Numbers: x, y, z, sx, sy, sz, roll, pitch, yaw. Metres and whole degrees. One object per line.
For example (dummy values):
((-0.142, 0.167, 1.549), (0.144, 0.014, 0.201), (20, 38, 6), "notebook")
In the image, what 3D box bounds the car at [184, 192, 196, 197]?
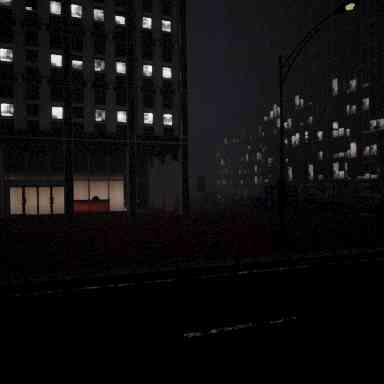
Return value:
((-0.644, 0.711, 90.977), (2.008, 1.369, 4.403), (0, 1, -20), "car")

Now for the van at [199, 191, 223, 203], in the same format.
((3.160, 0.952, 56.067), (1.690, 1.788, 3.998), (0, 1, -20), "van")

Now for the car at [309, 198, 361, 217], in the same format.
((12.769, 1.434, 29.325), (1.947, 1.339, 4.313), (0, 1, -20), "car")

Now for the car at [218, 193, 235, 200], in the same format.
((7.141, 0.954, 69.618), (1.802, 1.307, 4.206), (0, 1, -20), "car")

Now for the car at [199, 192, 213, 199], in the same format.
((3.248, 0.706, 80.296), (1.967, 1.590, 4.097), (0, 1, -20), "car")

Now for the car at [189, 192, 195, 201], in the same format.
((-0.733, 1.056, 66.749), (2.008, 1.369, 4.403), (0, 1, -20), "car")

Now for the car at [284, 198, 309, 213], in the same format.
((10.839, 1.399, 34.674), (1.802, 1.307, 4.206), (0, 1, -20), "car")

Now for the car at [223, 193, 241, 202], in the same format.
((7.817, 1.024, 60.178), (1.812, 1.442, 4.674), (-1, 1, -20), "car")

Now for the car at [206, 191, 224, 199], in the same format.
((5.194, 0.634, 74.955), (2.192, 1.841, 5.009), (0, 1, -20), "car")

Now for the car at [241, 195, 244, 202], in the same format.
((11.034, 1.060, 58.938), (1.802, 1.307, 4.206), (0, 1, -20), "car")

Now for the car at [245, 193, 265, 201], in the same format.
((9.795, 1.228, 45.430), (2.033, 1.411, 5.357), (-1, 1, -20), "car")

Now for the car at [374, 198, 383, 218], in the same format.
((16.851, 1.216, 26.095), (2.097, 1.767, 4.553), (-1, 1, -21), "car")

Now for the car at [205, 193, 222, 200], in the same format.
((4.380, 0.931, 69.607), (1.812, 1.442, 4.674), (-1, 1, -20), "car")

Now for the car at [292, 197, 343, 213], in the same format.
((13.322, 1.321, 35.739), (2.033, 1.411, 5.357), (-1, 1, -20), "car")

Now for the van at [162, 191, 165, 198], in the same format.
((-6.572, 0.688, 82.767), (1.690, 1.788, 3.998), (0, 1, -20), "van")

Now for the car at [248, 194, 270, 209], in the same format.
((8.948, 1.332, 40.033), (1.947, 1.339, 4.313), (0, 1, -20), "car")
